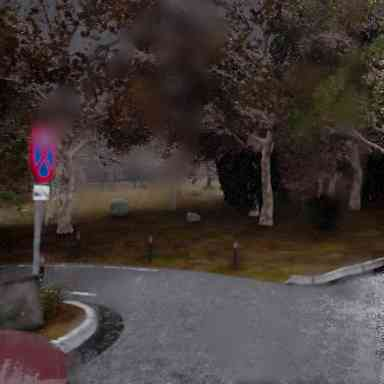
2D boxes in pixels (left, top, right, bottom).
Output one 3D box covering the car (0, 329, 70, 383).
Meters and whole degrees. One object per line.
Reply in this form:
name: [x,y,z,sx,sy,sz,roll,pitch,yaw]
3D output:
car: [-3.124,1.528,1.826,4.674,1.452,2.002,0,0,-33]
